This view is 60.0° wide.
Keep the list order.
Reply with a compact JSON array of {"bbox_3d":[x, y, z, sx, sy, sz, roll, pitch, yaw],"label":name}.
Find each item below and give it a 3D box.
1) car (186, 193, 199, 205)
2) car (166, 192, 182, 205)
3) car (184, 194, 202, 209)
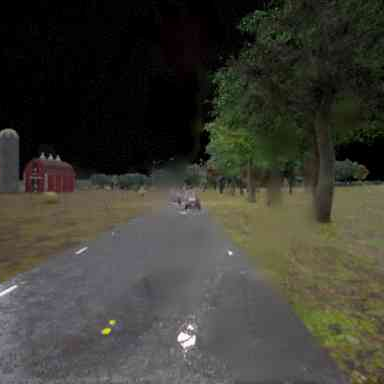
[{"bbox_3d":[0.101,1.083,53.521,2.097,1.767,4.553,0,0,0],"label":"car"},{"bbox_3d":[-2.814,0.954,53.053,2.150,2.045,5.566,0,0,0],"label":"car"},{"bbox_3d":[0.101,1.324,40.580,1.812,1.442,4.674,0,0,0],"label":"car"}]
